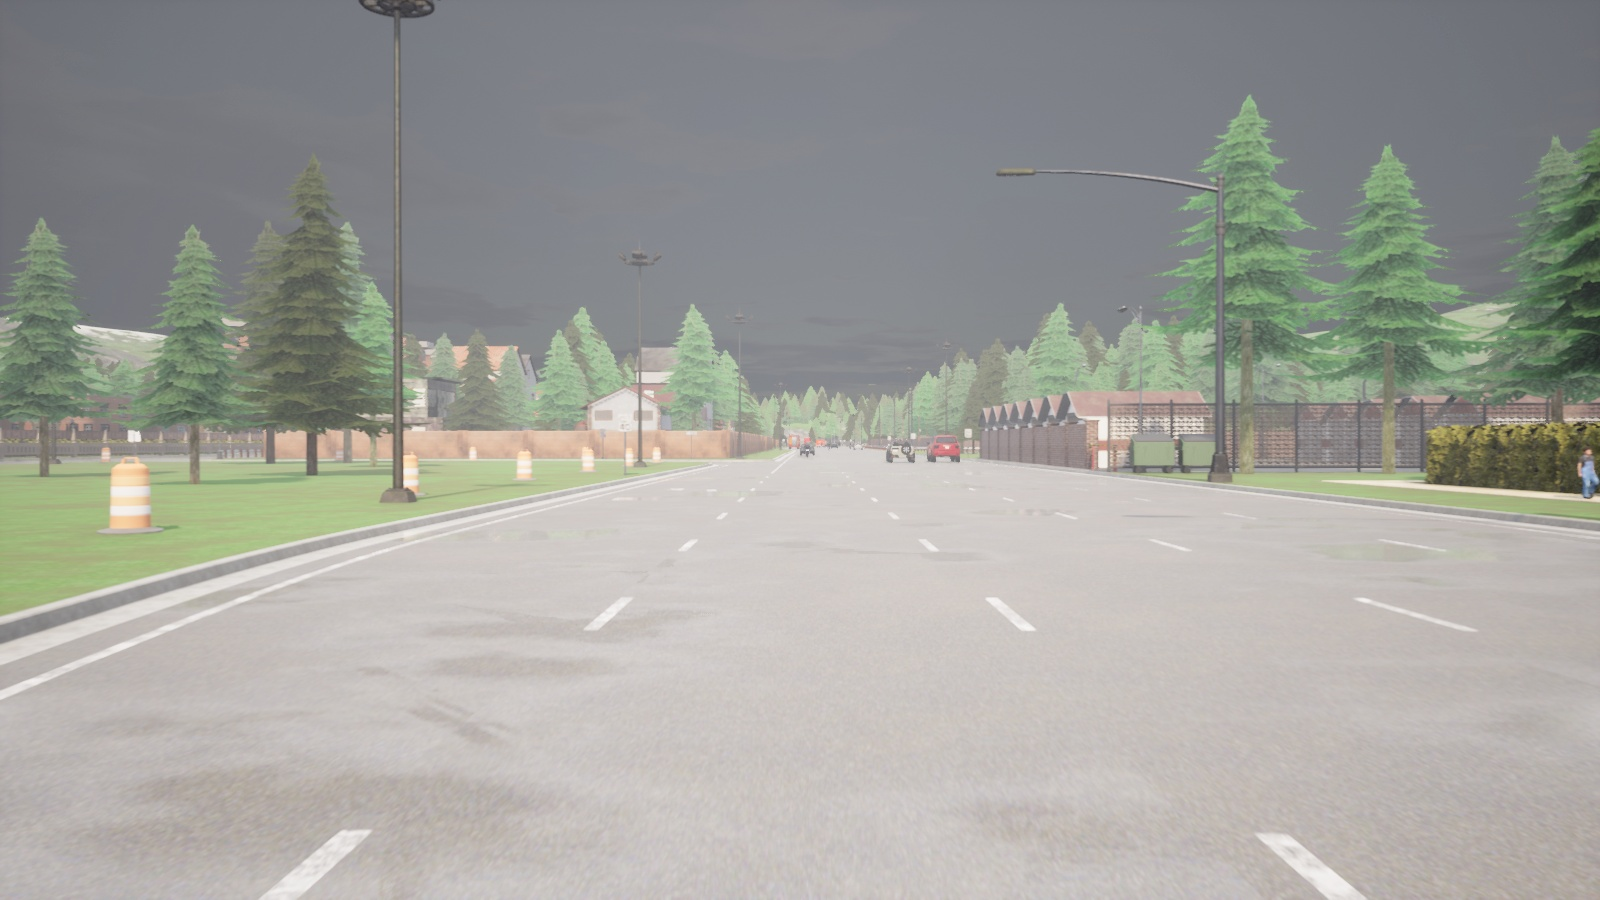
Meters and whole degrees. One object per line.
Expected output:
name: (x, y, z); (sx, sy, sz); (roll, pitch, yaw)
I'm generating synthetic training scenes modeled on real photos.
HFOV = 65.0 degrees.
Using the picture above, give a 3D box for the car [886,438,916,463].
car: (7.552, 0.036, 94.573); (1.932, 1.855, 4.605); (0, 0, 0)

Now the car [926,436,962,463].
car: (11.066, -0.073, 96.997); (2.150, 2.045, 5.566); (0, 0, 0)

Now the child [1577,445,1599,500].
child: (18.210, 0.507, 29.001); (0.270, 1.263, 0.437); (0, 0, 0)
